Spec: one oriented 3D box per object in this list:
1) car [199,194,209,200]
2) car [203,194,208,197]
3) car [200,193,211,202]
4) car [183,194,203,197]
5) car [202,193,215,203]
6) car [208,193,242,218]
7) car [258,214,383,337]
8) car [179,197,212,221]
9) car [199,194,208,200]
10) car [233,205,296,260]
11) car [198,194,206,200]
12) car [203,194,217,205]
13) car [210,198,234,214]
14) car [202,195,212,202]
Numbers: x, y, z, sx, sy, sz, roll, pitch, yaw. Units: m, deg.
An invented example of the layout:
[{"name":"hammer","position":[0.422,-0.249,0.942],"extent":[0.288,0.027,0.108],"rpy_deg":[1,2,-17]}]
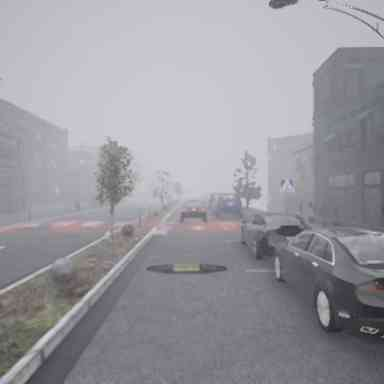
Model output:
[{"name":"car","position":[3.014,1.307,83.880],"extent":[2.231,1.521,4.892],"rpy_deg":[0,0,0]},{"name":"car","position":[3.007,1.291,45.231],"extent":[2.231,1.521,4.892],"rpy_deg":[0,0,0]},{"name":"car","position":[3.012,1.167,72.938],"extent":[2.185,1.767,4.553],"rpy_deg":[0,0,0]},{"name":"car","position":[0.108,1.324,41.292],"extent":[1.837,1.490,4.892],"rpy_deg":[0,1,0]},{"name":"car","position":[3.010,1.157,61.769],"extent":[2.185,1.767,4.553],"rpy_deg":[0,0,0]},{"name":"car","position":[3.003,1.091,28.702],"extent":[2.435,2.045,5.566],"rpy_deg":[0,0,0]},{"name":"car","position":[2.998,1.452,6.706],"extent":[2.231,1.521,4.892],"rpy_deg":[0,0,0]},{"name":"car","position":[0.108,1.346,23.957],"extent":[2.033,1.411,5.357],"rpy_deg":[0,-4,0]},{"name":"car","position":[3.007,1.326,89.400],"extent":[2.231,1.521,4.892],"rpy_deg":[0,0,0]},{"name":"car","position":[3.000,1.455,12.264],"extent":[2.163,1.488,4.792],"rpy_deg":[0,0,0]},{"name":"car","position":[2.895,1.403,94.946],"extent":[2.002,1.452,4.674],"rpy_deg":[0,0,-1]},{"name":"car","position":[3.008,1.156,56.248],"extent":[2.185,1.767,4.553],"rpy_deg":[0,0,0]},{"name":"car","position":[3.004,1.359,34.191],"extent":[2.002,1.452,4.674],"rpy_deg":[0,0,0]},{"name":"car","position":[3.011,1.328,67.445],"extent":[2.002,1.452,4.674],"rpy_deg":[0,0,0]}]
